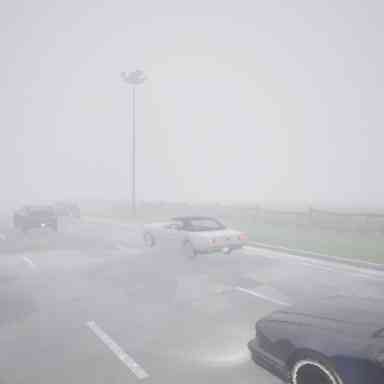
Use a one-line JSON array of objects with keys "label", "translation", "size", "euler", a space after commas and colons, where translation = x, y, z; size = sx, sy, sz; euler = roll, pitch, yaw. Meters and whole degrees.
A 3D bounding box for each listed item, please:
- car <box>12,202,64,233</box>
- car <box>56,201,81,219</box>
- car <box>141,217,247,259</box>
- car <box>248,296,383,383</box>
[{"label": "car", "translation": [-9.397, 1.503, 19.868], "size": [1.837, 1.490, 4.892], "euler": [0, 0, -35]}, {"label": "car", "translation": [-10.840, 1.500, 28.042], "size": [1.837, 1.490, 4.892], "euler": [0, 0, -35]}, {"label": "car", "translation": [-0.167, 1.599, 12.781], "size": [1.895, 1.301, 4.718], "euler": [0, 0, -35]}, {"label": "car", "translation": [2.862, 1.547, 2.340], "size": [2.033, 1.411, 5.357], "euler": [0, 0, -35]}]
